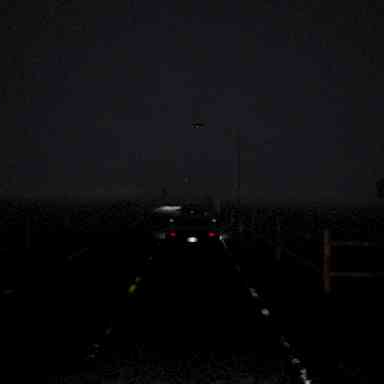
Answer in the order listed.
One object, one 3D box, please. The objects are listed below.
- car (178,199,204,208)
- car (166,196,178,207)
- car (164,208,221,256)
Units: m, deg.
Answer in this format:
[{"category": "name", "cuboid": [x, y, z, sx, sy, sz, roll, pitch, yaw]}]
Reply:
[{"category": "car", "cuboid": [0.015, 1.431, 29.047, 1.882, 1.535, 5.008, 0, 0, 0]}, {"category": "car", "cuboid": [-2.903, 1.416, 51.014, 2.128, 1.511, 4.902, 0, 0, 0]}, {"category": "car", "cuboid": [0.030, 1.543, 12.999, 1.994, 1.385, 4.181, 0, 0, 0]}]
